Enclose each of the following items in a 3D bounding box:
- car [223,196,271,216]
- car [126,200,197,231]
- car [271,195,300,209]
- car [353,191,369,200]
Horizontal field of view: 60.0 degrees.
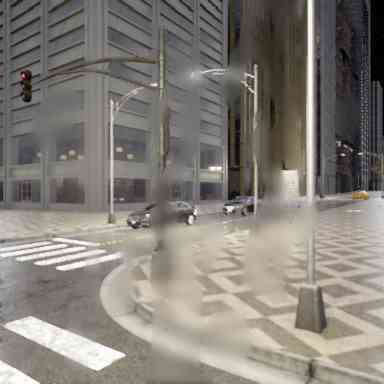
[{"bbox_3d":[4.283,1.092,27.271,2.128,1.511,4.902,0,1,35],"label":"car"},{"bbox_3d":[-1.594,1.275,19.021,1.837,1.490,4.892,0,1,35],"label":"car"},{"bbox_3d":[10.101,0.965,35.423,1.812,1.442,4.674,0,1,36],"label":"car"},{"bbox_3d":[27.962,0.514,54.992,1.882,1.535,5.008,0,1,36],"label":"car"}]
